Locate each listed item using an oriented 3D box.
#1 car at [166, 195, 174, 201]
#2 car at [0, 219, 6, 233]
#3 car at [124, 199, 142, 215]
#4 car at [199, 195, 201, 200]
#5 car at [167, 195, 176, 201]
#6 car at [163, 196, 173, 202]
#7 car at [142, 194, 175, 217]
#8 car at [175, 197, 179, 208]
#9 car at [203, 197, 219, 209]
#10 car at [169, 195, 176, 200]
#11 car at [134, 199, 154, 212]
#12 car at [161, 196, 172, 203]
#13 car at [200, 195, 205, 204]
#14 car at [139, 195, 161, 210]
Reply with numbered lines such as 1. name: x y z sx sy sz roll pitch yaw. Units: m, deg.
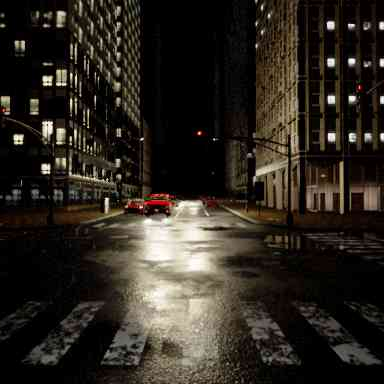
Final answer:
1. car: -5.549 1.577 83.992 1.887 1.381 4.507 1 0 0
2. car: -11.682 1.563 15.398 5.357 1.411 2.033 0 -1 -1
3. car: -5.623 1.452 33.815 1.967 1.590 4.097 1 0 0
4. car: 2.797 1.589 61.748 1.947 1.339 4.313 1 0 0
5. car: -5.540 1.586 89.567 2.008 1.369 4.403 1 0 0
6. car: -5.557 1.581 78.417 2.008 1.369 4.403 1 0 0
7. car: -3.046 1.232 31.364 2.150 2.045 5.566 0 0 0
8. car: -3.016 1.496 49.746 1.882 1.535 5.008 0 0 0
9. car: 2.771 1.599 45.015 1.802 1.307 4.206 1 0 0
10. car: -5.532 1.604 95.142 1.947 1.339 4.313 1 0 0
11. car: -5.617 1.596 39.391 1.802 1.307 4.206 1 0 0
12. car: -5.566 1.572 72.841 1.887 1.381 4.507 1 0 0
13. car: 2.790 1.547 56.341 1.752 1.417 4.829 1 0 0
14. car: -5.603 1.332 44.966 2.192 1.841 5.009 1 0 0
